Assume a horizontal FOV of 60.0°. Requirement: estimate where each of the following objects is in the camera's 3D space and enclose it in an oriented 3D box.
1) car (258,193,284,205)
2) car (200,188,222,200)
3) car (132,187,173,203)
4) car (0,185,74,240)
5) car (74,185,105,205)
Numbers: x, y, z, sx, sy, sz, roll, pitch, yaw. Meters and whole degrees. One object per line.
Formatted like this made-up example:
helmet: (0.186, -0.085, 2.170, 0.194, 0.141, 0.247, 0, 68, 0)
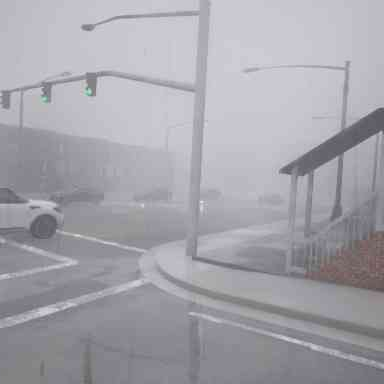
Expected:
car: (9.683, 0.785, 40.742, 1.994, 1.385, 4.181, 5, 3, 36)
car: (1.988, 0.244, 42.303, 1.837, 1.490, 4.892, 5, 3, 36)
car: (-3.950, 0.241, 34.089, 1.837, 1.490, 4.892, 5, 3, 36)
car: (-7.206, 0.671, 11.276, 2.150, 2.045, 5.566, 5, 3, 36)
car: (-9.293, 0.225, 26.675, 2.128, 1.511, 4.902, 5, 3, 36)
